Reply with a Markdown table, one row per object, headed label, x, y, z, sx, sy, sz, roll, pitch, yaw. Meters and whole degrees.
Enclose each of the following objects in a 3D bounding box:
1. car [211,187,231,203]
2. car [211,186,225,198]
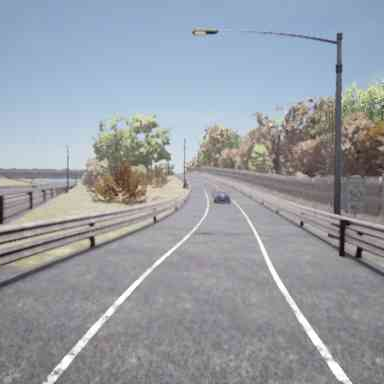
| label | x | y | z | sx | sy | sz | roll | pitch | yaw |
| --- | --- | --- | --- | --- | --- | --- | --- | --- | --- |
| car | 3.927 | 0.478 | 44.079 | 2.097 | 1.767 | 4.553 | 1 | 3 | 2 |
| car | 4.221 | -0.041 | 54.248 | 1.812 | 1.442 | 4.674 | 0 | 5 | 0 |
